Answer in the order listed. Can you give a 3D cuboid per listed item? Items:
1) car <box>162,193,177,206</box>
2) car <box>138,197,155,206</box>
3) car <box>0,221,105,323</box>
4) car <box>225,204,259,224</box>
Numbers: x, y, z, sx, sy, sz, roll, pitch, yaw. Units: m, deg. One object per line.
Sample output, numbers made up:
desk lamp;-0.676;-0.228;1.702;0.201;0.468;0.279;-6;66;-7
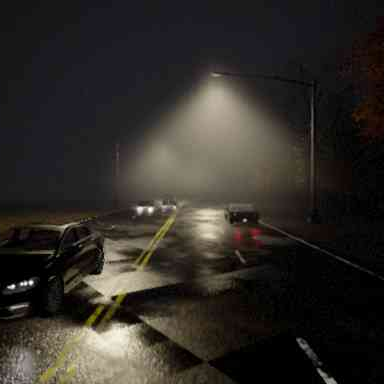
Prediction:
car;-3.297;1.105;49.399;2.097;1.767;4.553;0;0;0
car;-6.555;1.361;48.158;1.895;1.301;4.718;0;0;0
car;-3.346;1.459;7.426;2.128;1.511;4.902;0;0;0
car;3.380;1.471;23.404;1.895;1.301;4.718;1;1;0
